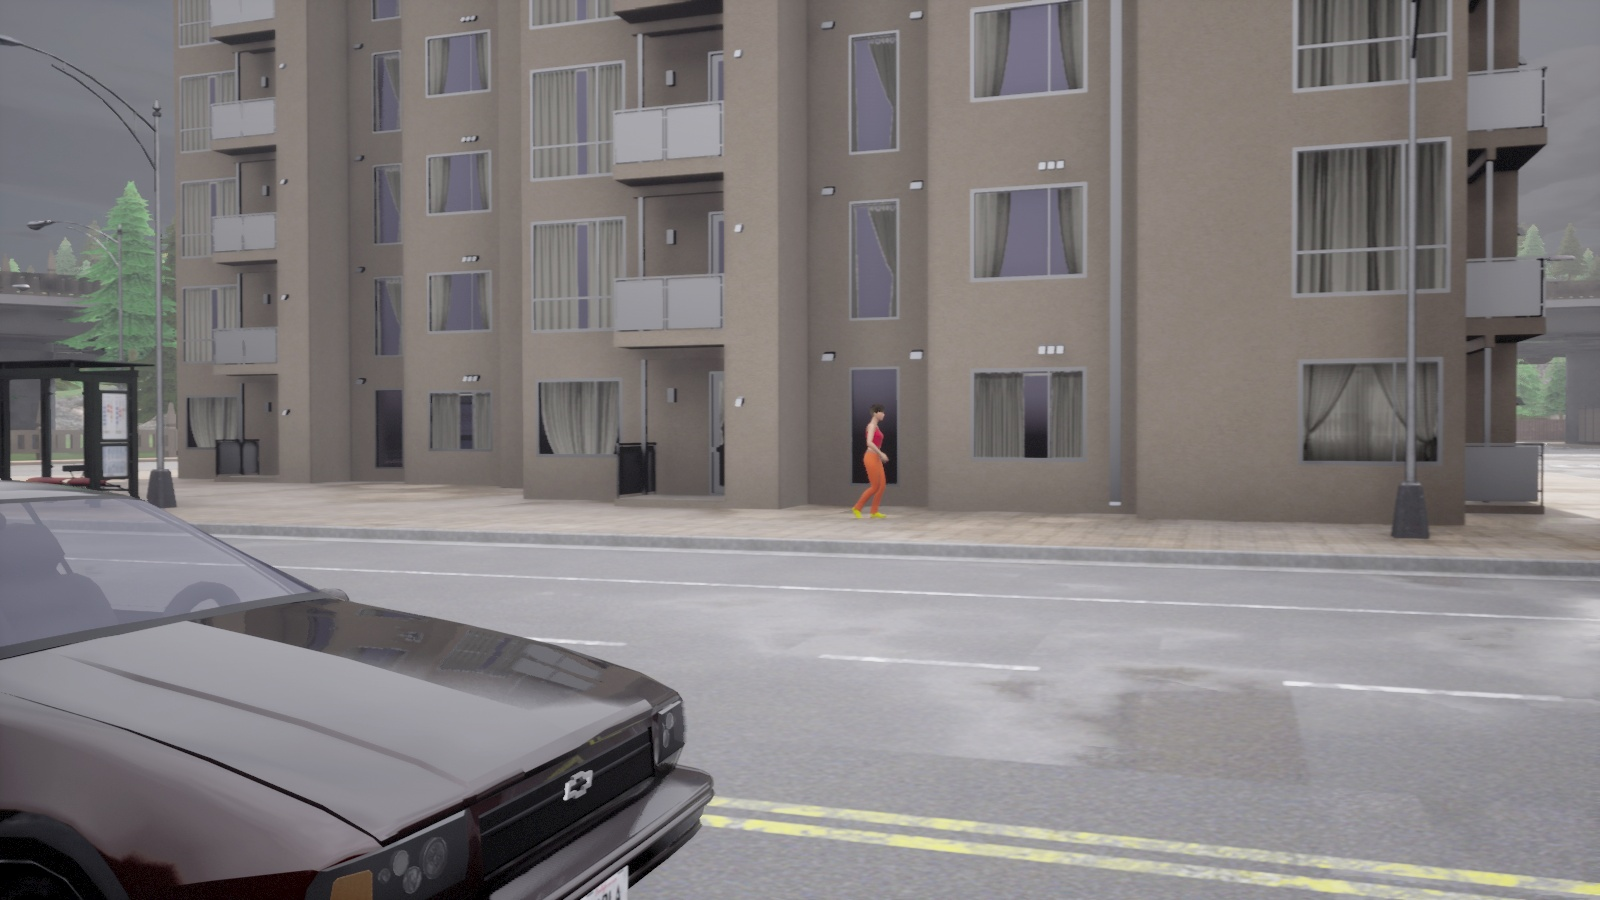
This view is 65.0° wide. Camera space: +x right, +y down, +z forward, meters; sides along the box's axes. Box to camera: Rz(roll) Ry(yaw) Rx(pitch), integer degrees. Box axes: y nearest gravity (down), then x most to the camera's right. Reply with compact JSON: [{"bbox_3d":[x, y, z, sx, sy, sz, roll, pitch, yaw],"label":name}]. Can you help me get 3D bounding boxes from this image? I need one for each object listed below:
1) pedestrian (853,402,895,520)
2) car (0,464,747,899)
[{"bbox_3d":[1.165,0.164,19.739,0.594,1.836,0.345,1,1,18],"label":"pedestrian"},{"bbox_3d":[-3.049,0.787,4.220,5.357,1.411,2.033,1,1,19],"label":"car"}]
